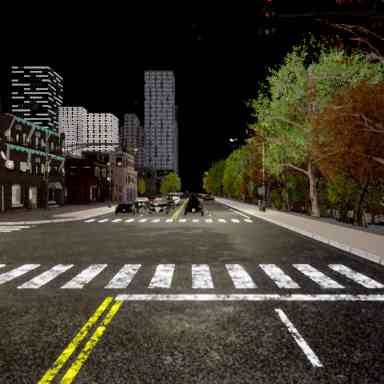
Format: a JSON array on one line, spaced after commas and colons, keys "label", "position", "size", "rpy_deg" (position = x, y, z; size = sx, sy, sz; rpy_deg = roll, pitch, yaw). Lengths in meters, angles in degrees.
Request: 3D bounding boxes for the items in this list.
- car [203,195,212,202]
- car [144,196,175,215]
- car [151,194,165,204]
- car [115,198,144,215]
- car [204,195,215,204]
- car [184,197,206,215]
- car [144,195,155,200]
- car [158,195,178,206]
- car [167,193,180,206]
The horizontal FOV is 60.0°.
[{"label": "car", "position": [3.399, 1.448, 74.284], "size": [1.882, 1.535, 5.008], "rpy_deg": [0, 0, 0]}, {"label": "car", "position": [-3.272, 1.481, 34.262], "size": [2.128, 1.511, 4.902], "rpy_deg": [0, 0, 0]}, {"label": "car", "position": [-6.425, 1.328, 62.643], "size": [2.097, 1.767, 4.553], "rpy_deg": [0, 0, 1]}, {"label": "car", "position": [-6.524, 1.553, 33.955], "size": [1.994, 1.385, 4.181], "rpy_deg": [0, 0, 0]}, {"label": "car", "position": [3.480, 1.467, 64.015], "size": [2.128, 1.511, 4.902], "rpy_deg": [0, 0, 0]}, {"label": "car", "position": [0.178, 1.515, 33.567], "size": [1.812, 1.442, 4.674], "rpy_deg": [0, 0, 1]}, {"label": "car", "position": [-6.504, 1.477, 42.832], "size": [2.128, 1.511, 4.902], "rpy_deg": [0, 0, 0]}, {"label": "car", "position": [-3.244, 1.490, 44.504], "size": [1.837, 1.490, 4.892], "rpy_deg": [0, 0, 0]}, {"label": "car", "position": [-3.206, 1.201, 55.229], "size": [2.150, 2.045, 5.566], "rpy_deg": [0, 0, 1]}]
